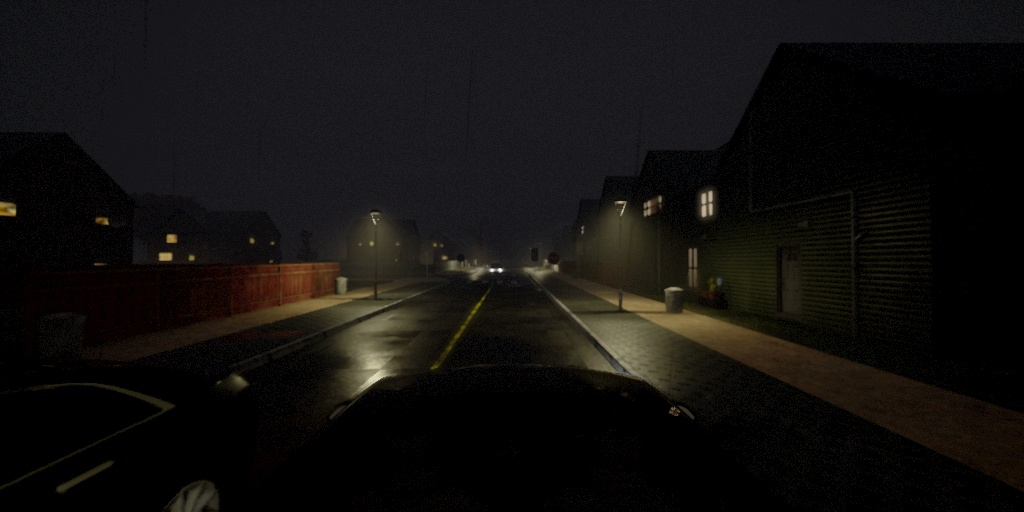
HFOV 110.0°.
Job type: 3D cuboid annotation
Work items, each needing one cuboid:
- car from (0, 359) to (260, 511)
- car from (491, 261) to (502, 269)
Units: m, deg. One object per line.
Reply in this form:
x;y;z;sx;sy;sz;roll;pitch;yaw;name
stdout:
-2.849;1.252;0.751;1.837;1.490;4.892;0;0;0;car
-2.792;1.493;63.933;1.895;1.301;4.718;0;0;0;car
